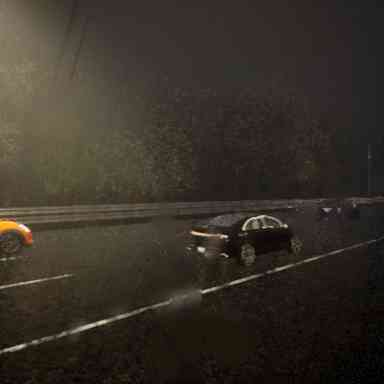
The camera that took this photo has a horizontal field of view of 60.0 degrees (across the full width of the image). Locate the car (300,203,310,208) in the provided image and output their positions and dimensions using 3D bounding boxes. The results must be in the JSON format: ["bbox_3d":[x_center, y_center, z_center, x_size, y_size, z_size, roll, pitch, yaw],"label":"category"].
[{"bbox_3d":[11.209,1.599,30.118,4.718,1.301,1.895,0,0,-44],"label":"car"}]

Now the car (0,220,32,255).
[{"bbox_3d":[-8.032,1.314,11.389,4.553,1.767,2.097,0,0,-44],"label":"car"}]

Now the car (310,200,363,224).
[{"bbox_3d":[11.146,1.348,25.170,4.553,1.767,2.097,0,0,-44],"label":"car"}]

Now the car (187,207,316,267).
[{"bbox_3d":[2.020,1.469,11.405,4.902,1.511,2.128,0,0,-44],"label":"car"}]
